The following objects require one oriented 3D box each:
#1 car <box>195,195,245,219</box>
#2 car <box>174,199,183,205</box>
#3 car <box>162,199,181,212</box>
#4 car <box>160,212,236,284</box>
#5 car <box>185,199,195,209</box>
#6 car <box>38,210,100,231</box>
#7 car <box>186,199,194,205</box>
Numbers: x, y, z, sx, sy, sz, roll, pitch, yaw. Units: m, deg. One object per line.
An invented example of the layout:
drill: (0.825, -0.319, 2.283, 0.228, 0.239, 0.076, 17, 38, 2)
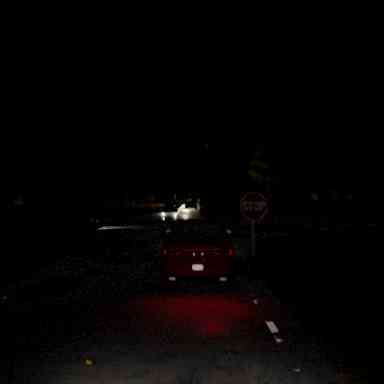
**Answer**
car: (3.392, 1.432, 31.108, 5.566, 2.045, 2.150, -5, -1, 43)
car: (-3.204, 2.418, 79.048, 2.033, 1.411, 5.357, 0, -1, 0)
car: (-3.024, 1.873, 46.358, 2.097, 1.767, 4.553, 0, -1, -1)
car: (0.193, 1.585, 10.009, 1.882, 1.535, 5.008, 0, -1, 1)
car: (-0.190, 2.228, 58.156, 1.994, 1.385, 4.181, 0, -1, -1)
car: (-8.812, 1.997, 23.964, 4.181, 1.385, 1.994, -1, 1, 0)
car: (-0.510, 2.596, 86.547, 1.994, 1.385, 4.181, 0, -1, 0)
